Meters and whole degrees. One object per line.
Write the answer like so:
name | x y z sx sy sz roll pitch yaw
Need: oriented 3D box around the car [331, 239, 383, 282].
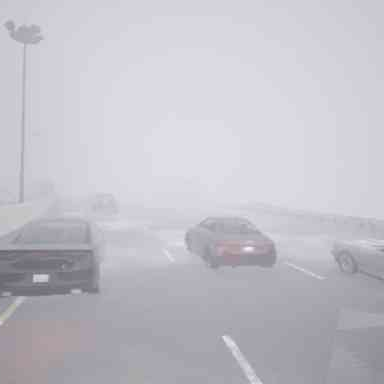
car | 5.375 1.656 7.728 1.895 1.301 4.718 1 1 -12

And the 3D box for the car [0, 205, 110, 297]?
car | -3.149 1.310 8.206 1.882 1.535 5.008 1 1 -12

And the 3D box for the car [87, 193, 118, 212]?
car | -7.934 0.836 29.859 2.097 1.767 4.553 1 1 -20

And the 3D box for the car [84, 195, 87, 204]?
car | -11.947 0.821 40.247 2.033 1.411 5.357 1 1 -23

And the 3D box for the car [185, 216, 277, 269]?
car | 1.080 1.476 10.913 1.994 1.385 4.181 1 1 -13
